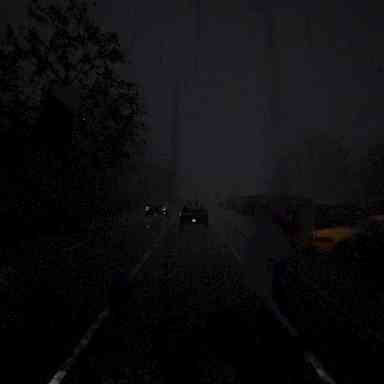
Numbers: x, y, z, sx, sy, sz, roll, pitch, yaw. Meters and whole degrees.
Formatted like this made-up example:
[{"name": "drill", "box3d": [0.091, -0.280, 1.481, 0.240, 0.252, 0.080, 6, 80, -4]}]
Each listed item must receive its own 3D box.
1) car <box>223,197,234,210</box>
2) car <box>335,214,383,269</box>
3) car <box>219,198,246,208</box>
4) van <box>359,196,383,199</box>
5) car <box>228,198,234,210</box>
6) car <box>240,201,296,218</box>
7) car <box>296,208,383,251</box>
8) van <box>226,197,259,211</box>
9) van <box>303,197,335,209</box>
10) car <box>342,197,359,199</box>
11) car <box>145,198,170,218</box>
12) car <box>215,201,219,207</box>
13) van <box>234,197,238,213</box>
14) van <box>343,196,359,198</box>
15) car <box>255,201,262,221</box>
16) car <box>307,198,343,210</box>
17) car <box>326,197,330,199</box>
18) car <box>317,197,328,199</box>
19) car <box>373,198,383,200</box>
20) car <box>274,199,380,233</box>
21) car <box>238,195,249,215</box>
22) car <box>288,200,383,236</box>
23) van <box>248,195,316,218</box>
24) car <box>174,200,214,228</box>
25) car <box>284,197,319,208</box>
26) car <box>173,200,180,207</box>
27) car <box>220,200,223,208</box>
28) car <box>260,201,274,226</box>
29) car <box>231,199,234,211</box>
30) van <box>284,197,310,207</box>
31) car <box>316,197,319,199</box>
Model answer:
[{"name": "car", "box3d": [7.132, 1.834, 45.403, 5.008, 1.535, 2.097, 0, -1, 0]}, {"name": "car", "box3d": [7.029, 1.516, 9.335, 4.892, 1.521, 2.231, 0, 0, 0]}, {"name": "car", "box3d": [7.193, 1.959, 59.279, 4.553, 1.767, 2.185, 0, -1, 0]}, {"name": "van", "box3d": [20.061, 1.404, 34.110, 4.442, 1.987, 1.878, 0, -1, 0]}, {"name": "car", "box3d": [7.083, 1.764, 39.853, 4.792, 1.488, 2.163, 0, -1, 0]}, {"name": "car", "box3d": [7.121, 1.615, 31.518, 4.792, 1.488, 2.163, 0, -1, 0]}, {"name": "car", "box3d": [6.857, 1.517, 12.112, 5.366, 1.575, 1.946, 0, 0, 0]}, {"name": "van", "box3d": [7.250, 1.658, 48.183, 4.442, 1.987, 1.878, 0, -1, 0]}, {"name": "van", "box3d": [20.344, 1.752, 53.497, 4.442, 1.987, 1.878, 0, -1, 0]}, {"name": "car", "box3d": [20.000, 1.677, 36.873, 5.366, 1.575, 1.946, 0, -1, 0]}, {"name": "car", "box3d": [-3.315, 1.518, 32.497, 2.097, 1.767, 4.553, 0, -1, 0]}, {"name": "car", "box3d": [7.126, 1.781, 56.511, 5.566, 2.045, 2.435, 0, -1, 0]}, {"name": "van", "box3d": [6.982, 1.409, 34.304, 4.442, 1.987, 1.878, 0, -1, 0]}, {"name": "van", "box3d": [20.309, 1.504, 39.648, 4.442, 1.987, 1.878, 0, -1, 0]}, {"name": "car", "box3d": [7.073, 1.581, 23.216, 4.674, 1.452, 2.002, 0, 0, 0]}, {"name": "car", "box3d": [20.188, 1.802, 50.726, 4.553, 1.767, 2.185, 0, -1, 0]}, {"name": "car", "box3d": [20.193, 1.780, 42.413, 4.892, 1.521, 2.231, 0, -1, 0]}, {"name": "car", "box3d": [20.201, 1.828, 45.183, 5.008, 1.535, 2.097, 0, -1, 0]}, {"name": "car", "box3d": [20.176, 1.580, 31.335, 5.008, 1.535, 2.097, 0, -1, 0]}, {"name": "car", "box3d": [7.025, 1.405, 17.664, 4.553, 1.767, 2.185, 0, 0, 0]}, {"name": "car", "box3d": [7.113, 1.299, 28.769, 5.566, 2.045, 2.435, 0, 0, 0]}, {"name": "car", "box3d": [7.018, 1.400, 14.888, 4.553, 1.767, 2.185, 0, 0, 0]}, {"name": "van", "box3d": [6.961, 1.320, 25.993, 4.442, 1.987, 1.878, 0, 0, 0]}, {"name": "car", "box3d": [0.118, 1.568, 23.013, 2.128, 1.511, 4.902, 0, 0, 0]}, {"name": "car", "box3d": [20.276, 1.883, 61.803, 5.566, 2.045, 2.435, 0, -1, 0]}, {"name": "car", "box3d": [-3.142, 2.521, 72.966, 2.033, 1.411, 5.357, 0, -2, 0]}, {"name": "car", "box3d": [7.143, 1.973, 50.954, 4.674, 1.452, 2.002, 0, -1, 0]}, {"name": "car", "box3d": [7.058, 1.535, 20.440, 5.008, 1.535, 2.097, 0, 0, 0]}, {"name": "car", "box3d": [7.108, 1.725, 37.075, 4.674, 1.452, 2.002, 0, -1, 0]}, {"name": "van", "box3d": [20.373, 1.977, 64.694, 4.442, 1.987, 1.878, 0, -1, 0]}, {"name": "car", "box3d": [20.208, 1.880, 48.079, 5.008, 1.535, 2.097, 0, -1, 0]}]
